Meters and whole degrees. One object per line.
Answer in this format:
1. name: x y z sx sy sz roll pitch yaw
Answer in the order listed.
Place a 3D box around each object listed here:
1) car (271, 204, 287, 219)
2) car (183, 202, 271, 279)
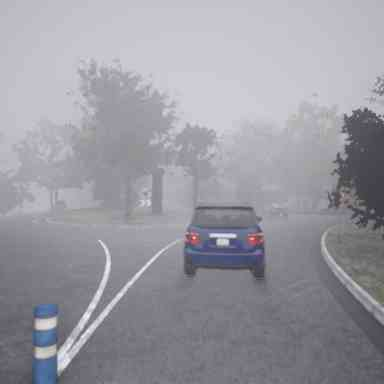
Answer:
1. car: 8.659 2.059 36.079 1.837 1.490 4.892 2 -1 -9
2. car: 1.085 1.343 10.674 2.150 2.045 5.566 0 -1 7
